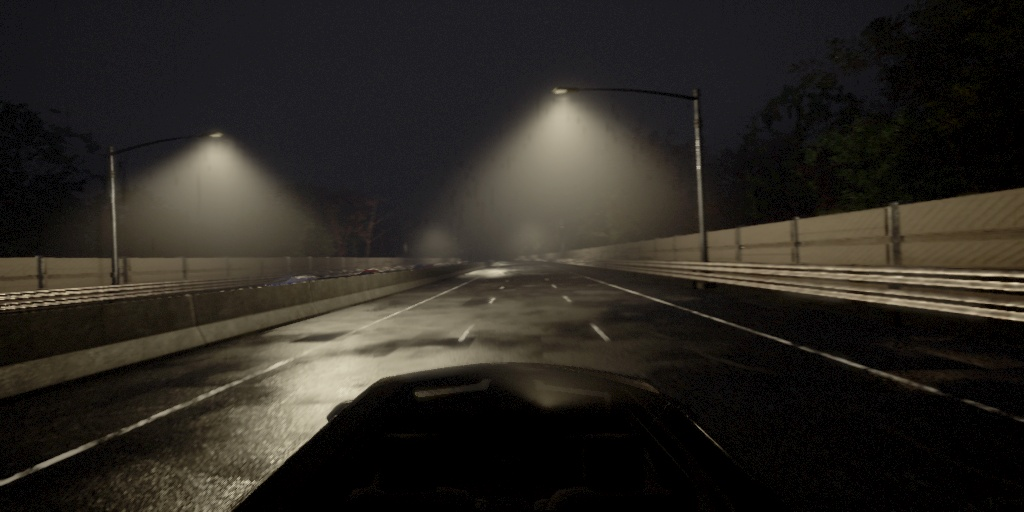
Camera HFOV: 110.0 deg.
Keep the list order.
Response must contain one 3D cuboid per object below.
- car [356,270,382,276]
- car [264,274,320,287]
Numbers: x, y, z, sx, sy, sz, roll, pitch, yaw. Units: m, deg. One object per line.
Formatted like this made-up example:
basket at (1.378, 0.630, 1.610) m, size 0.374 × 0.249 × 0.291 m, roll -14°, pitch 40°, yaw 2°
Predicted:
car at (-12.756, 2.018, 32.137) m, size 1.812 × 1.442 × 4.674 m, roll -3°, pitch -1°, yaw 2°
car at (-16.409, 2.227, 27.671) m, size 1.895 × 1.301 × 4.718 m, roll -3°, pitch 0°, yaw 2°
